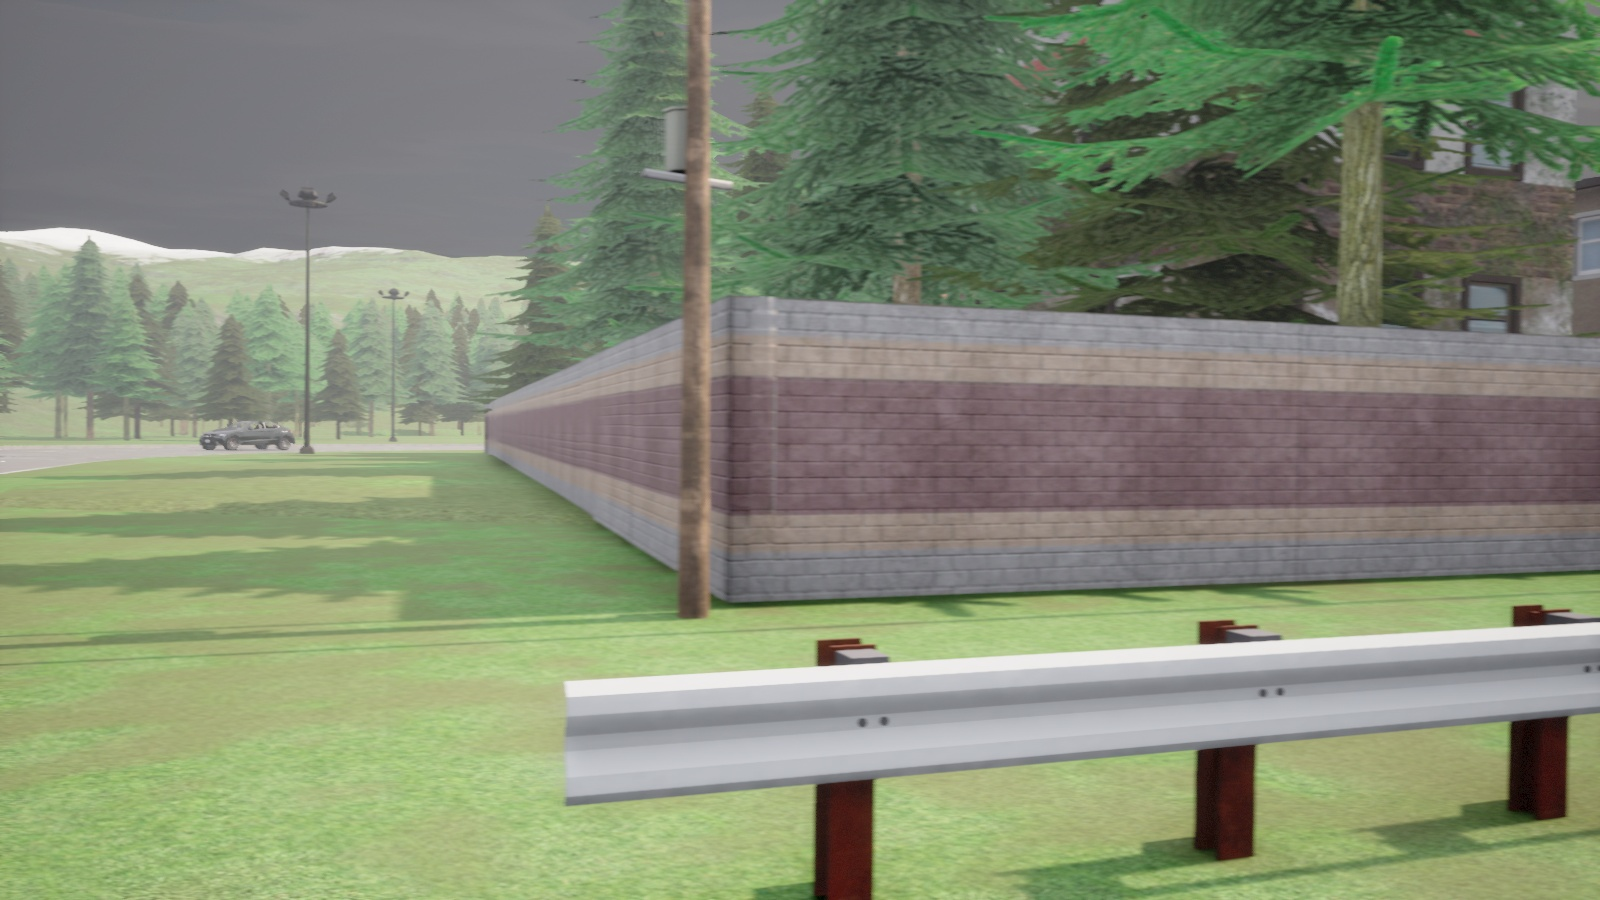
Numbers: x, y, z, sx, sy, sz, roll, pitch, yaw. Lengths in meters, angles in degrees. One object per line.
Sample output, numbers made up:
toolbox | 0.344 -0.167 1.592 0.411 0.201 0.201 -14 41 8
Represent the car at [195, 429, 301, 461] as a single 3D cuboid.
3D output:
car | -30.229 -0.291 68.915 2.152 1.651 5.027 0 1 29
